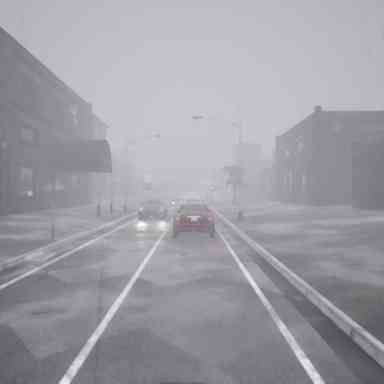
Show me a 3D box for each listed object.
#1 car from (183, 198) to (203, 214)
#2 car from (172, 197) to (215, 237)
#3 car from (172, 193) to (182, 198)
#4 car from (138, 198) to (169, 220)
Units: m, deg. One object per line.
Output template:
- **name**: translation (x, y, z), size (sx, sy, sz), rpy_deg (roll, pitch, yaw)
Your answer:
- **car**: translation (0.093, 1.474, 36.498), size (2.033, 1.411, 5.357), rpy_deg (0, 0, 0)
- **car**: translation (0.099, 1.337, 18.189), size (2.097, 1.767, 4.553), rpy_deg (0, 0, 0)
- **car**: translation (-3.004, 1.093, 68.790), size (2.097, 1.767, 4.553), rpy_deg (0, 0, 0)
- **car**: translation (-3.097, 1.313, 27.371), size (2.097, 1.767, 4.553), rpy_deg (0, 0, 0)
